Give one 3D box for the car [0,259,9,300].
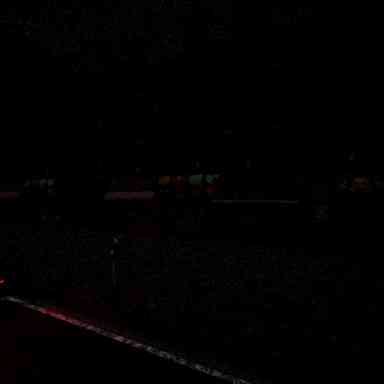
[{"bbox_3d":[-5.588,1.529,6.878,4.674,1.442,1.812,0,0,35],"label":"car"}]
